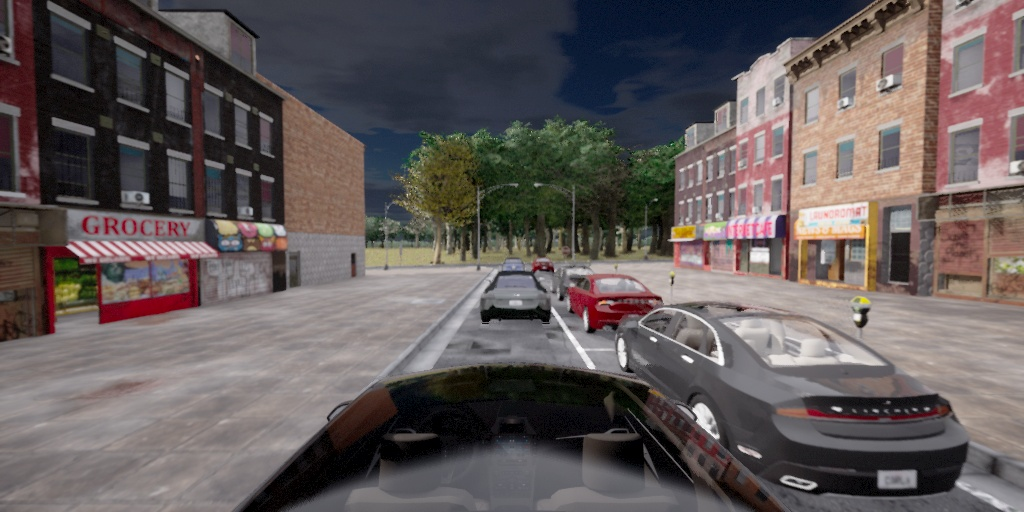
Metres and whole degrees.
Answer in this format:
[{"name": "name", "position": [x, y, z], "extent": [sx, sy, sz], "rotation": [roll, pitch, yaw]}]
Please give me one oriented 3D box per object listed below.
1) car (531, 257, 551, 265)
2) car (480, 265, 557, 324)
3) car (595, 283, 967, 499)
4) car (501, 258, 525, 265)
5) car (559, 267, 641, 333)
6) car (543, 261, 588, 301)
[{"name": "car", "position": [2.654, 0.781, 31.665], "extent": [1.888, 1.381, 4.507], "rotation": [0, 0, 0]}, {"name": "car", "position": [0.104, 1.146, 11.281], "extent": [1.994, 1.385, 4.181], "rotation": [0, 1, 0]}, {"name": "car", "position": [2.638, 1.248, 4.637], "extent": [2.007, 1.370, 4.403], "rotation": [0, 0, 0]}, {"name": "car", "position": [0.117, 0.829, 28.925], "extent": [2.033, 1.411, 5.357], "rotation": [0, 1, 0]}, {"name": "car", "position": [2.641, 1.148, 10.043], "extent": [1.888, 1.381, 4.507], "rotation": [0, 0, 0]}, {"name": "car", "position": [2.644, 1.060, 15.448], "extent": [2.007, 1.370, 4.403], "rotation": [0, 0, 0]}]
